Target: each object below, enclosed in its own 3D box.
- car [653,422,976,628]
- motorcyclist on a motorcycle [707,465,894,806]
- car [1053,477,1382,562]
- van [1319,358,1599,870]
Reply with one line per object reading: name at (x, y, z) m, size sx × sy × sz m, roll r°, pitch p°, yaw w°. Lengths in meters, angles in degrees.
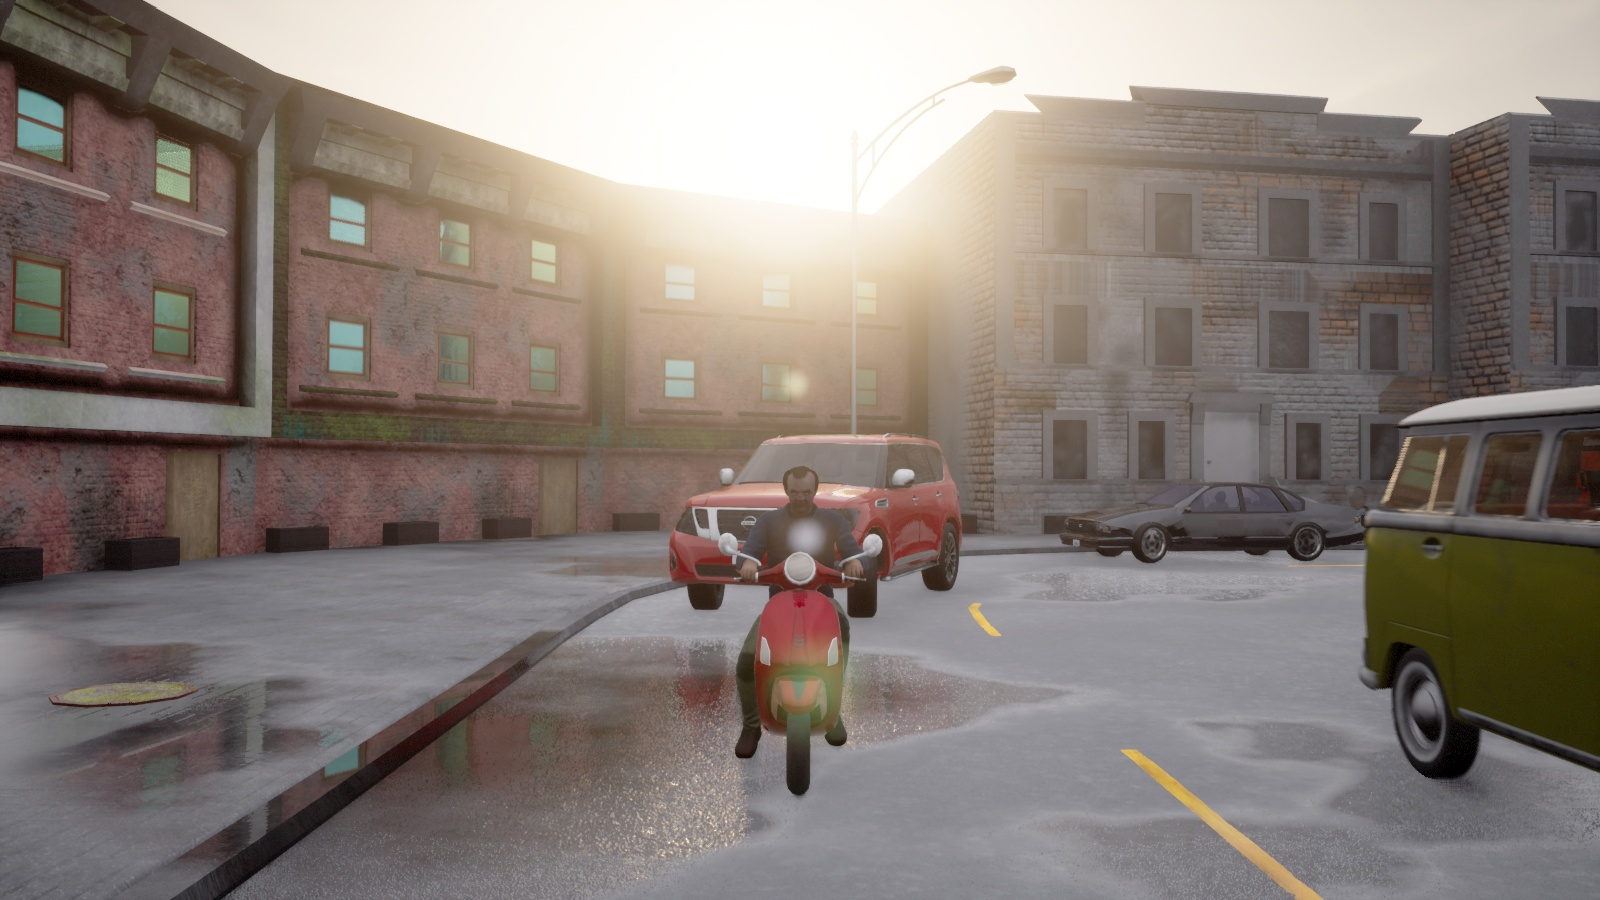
car at (0.457, 0.792, 15.438) m, size 2.150 × 2.045 × 5.566 m, roll -1°, pitch -1°, yaw 21°
motorcyclist on a motorcycle at (0.009, 0.882, 6.778) m, size 0.866 × 1.590 × 1.817 m, roll 0°, pitch -1°, yaw 1°
car at (7.528, 1.216, 22.841) m, size 5.357 × 1.411 × 2.033 m, roll 0°, pitch -1°, yaw -11°
van at (3.988, 0.639, 5.245) m, size 1.775 × 1.987 × 4.442 m, roll 0°, pitch -1°, yaw 0°
